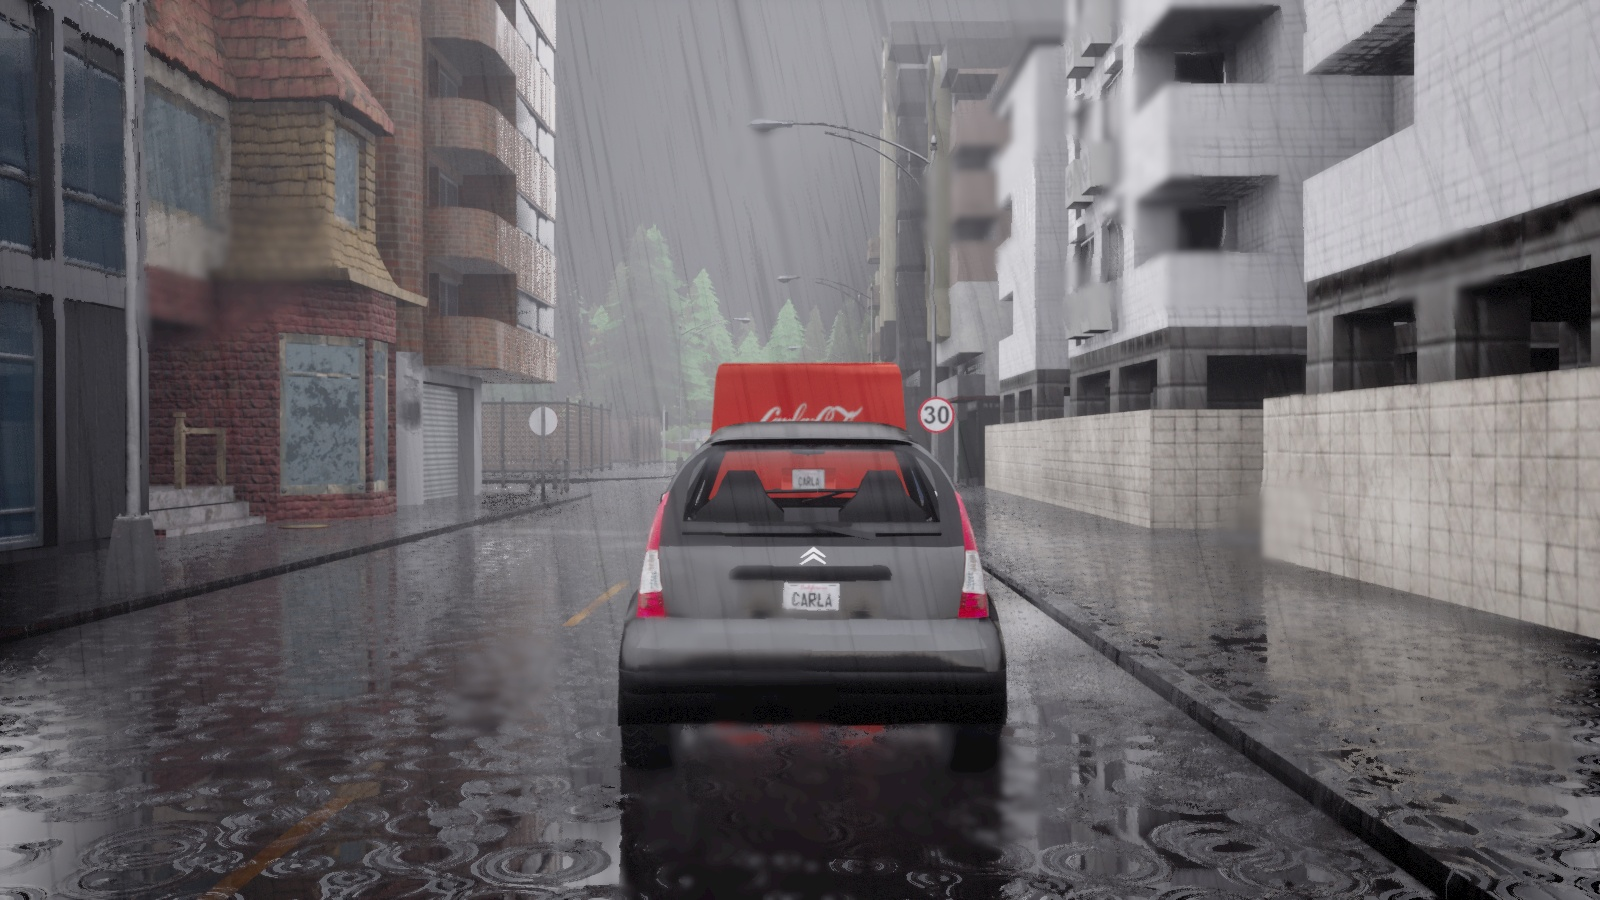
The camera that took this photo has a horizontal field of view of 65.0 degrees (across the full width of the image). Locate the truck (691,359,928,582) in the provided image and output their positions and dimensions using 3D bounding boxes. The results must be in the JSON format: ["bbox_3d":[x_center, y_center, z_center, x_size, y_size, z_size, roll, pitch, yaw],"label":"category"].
[{"bbox_3d":[0.108,0.177,16.525,2.627,2.467,5.204,0,1,0],"label":"truck"}]

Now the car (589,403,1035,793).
[{"bbox_3d":[0.056,0.604,7.208,1.851,1.617,3.988,0,0,0],"label":"car"}]
